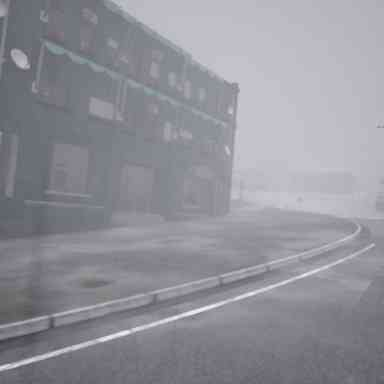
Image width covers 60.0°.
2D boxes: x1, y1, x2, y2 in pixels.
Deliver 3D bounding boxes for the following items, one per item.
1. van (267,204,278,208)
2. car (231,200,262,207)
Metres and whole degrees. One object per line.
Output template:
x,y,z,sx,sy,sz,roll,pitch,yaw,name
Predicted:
14.709,3.225,60.635,1.878,1.987,4.442,2,-6,16,van
6.888,1.808,45.611,5.357,1.411,2.033,0,-6,35,car
